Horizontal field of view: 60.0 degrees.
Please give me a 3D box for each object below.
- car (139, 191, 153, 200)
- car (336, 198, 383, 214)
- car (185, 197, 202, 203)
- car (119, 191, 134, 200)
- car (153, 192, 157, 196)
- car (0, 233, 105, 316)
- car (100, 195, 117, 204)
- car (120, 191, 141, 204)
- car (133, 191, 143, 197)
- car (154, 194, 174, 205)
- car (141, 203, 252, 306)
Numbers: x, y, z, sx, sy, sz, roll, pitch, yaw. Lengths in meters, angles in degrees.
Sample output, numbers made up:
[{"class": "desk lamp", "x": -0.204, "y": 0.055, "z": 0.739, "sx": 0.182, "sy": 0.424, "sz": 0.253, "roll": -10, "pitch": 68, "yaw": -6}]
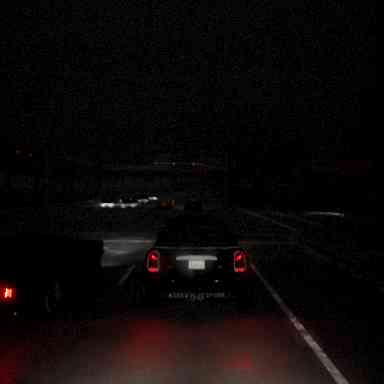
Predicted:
[{"class": "car", "x": -10.366, "y": 0.922, "z": 71.522, "sx": 2.033, "sy": 1.411, "sz": 5.357, "roll": 0, "pitch": 1, "yaw": 0}, {"class": "car", "x": 16.767, "y": 1.377, "z": 32.770, "sx": 4.892, "sy": 1.490, "sz": 1.837, "roll": -1, "pitch": 0, "yaw": -1}, {"class": "car", "x": 0.170, "y": 1.306, "z": 38.126, "sx": 1.882, "sy": 1.535, "sz": 5.008, "roll": 0, "pitch": 0, "yaw": 0}, {"class": "car", "x": -13.868, "y": 0.755, "z": 70.690, "sx": 2.097, "sy": 1.767, "sz": 4.553, "roll": 0, "pitch": 1, "yaw": 0}, {"class": "car", "x": -10.337, "y": 0.612, "z": 87.014, "sx": 1.895, "sy": 1.301, "sz": 4.718, "roll": 0, "pitch": 1, "yaw": 0}, {"class": "car", "x": -3.405, "y": 1.572, "z": 7.380, "sx": 1.895, "sy": 1.301, "sz": 4.718, "roll": 0, "pitch": 0, "yaw": 0}, {"class": "car", "x": -13.963, "y": 1.213, "z": 55.996, "sx": 1.994, "sy": 1.385, "sz": 4.181, "roll": 0, "pitch": 1, "yaw": 0}, {"class": "car", "x": -10.465, "y": 1.121, "z": 56.035, "sx": 1.882, "sy": 1.535, "sz": 5.008, "roll": 0, "pitch": 1, "yaw": 1}, {"class": "car", "x": -13.840, "y": 0.580, "z": 85.675, "sx": 1.812, "sy": 1.442, "sz": 4.674, "roll": 0, "pitch": 1, "yaw": 0}, {"class": "car", "x": -3.322, "y": 1.285, "z": 41.772, "sx": 1.882, "sy": 1.535, "sz": 5.008, "roll": 0, "pitch": 0, "yaw": 0}, {"class": "car", "x": 0.095, "y": 1.321, "z": 8.106, "sx": 2.097, "sy": 1.767, "sz": 4.553, "roll": 0, "pitch": 0, "yaw": 0}]
